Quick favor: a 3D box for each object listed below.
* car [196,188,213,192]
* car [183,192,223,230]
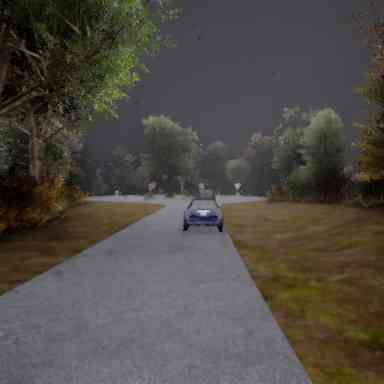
[{"bbox_3d":[1.430,0.629,35.871,2.150,2.045,5.566,0,1,5],"label":"car"},{"bbox_3d":[0.635,1.091,19.049,2.097,1.767,4.553,0,1,2],"label":"car"}]
